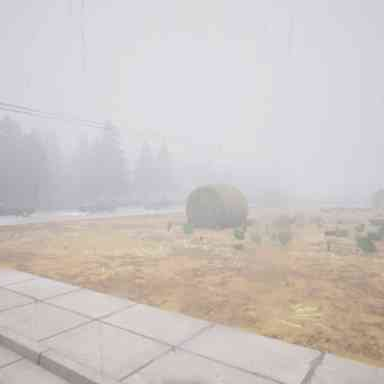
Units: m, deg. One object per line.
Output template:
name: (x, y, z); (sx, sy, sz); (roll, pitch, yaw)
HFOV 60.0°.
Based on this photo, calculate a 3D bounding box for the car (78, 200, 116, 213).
car: (-10.731, 1.645, 37.772); (1.994, 1.385, 4.181); (0, 0, 36)

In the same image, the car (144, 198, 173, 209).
car: (-4.578, 1.585, 46.054); (1.837, 1.490, 4.892); (0, 0, 36)

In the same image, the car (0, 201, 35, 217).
car: (-16.675, 1.573, 29.744); (2.128, 1.511, 4.902); (0, 0, 37)
